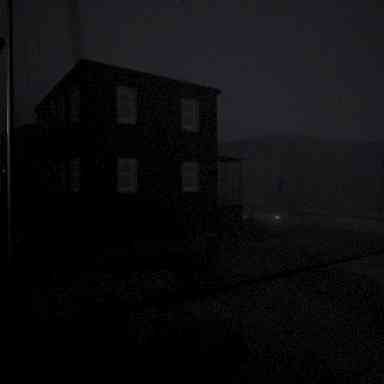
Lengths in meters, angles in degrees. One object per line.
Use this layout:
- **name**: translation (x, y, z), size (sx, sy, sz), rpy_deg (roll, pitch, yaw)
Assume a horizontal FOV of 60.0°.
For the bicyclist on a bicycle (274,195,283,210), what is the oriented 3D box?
- **bicyclist on a bicycle**: translation (9.244, 1.115, 35.395), size (1.656, 1.620, 0.582), rpy_deg (-1, 1, -35)
